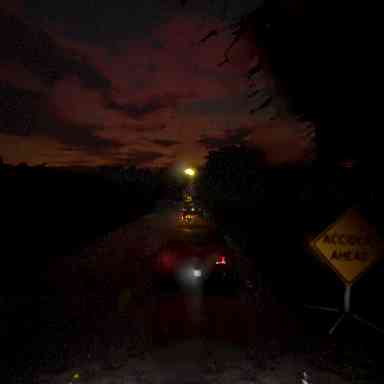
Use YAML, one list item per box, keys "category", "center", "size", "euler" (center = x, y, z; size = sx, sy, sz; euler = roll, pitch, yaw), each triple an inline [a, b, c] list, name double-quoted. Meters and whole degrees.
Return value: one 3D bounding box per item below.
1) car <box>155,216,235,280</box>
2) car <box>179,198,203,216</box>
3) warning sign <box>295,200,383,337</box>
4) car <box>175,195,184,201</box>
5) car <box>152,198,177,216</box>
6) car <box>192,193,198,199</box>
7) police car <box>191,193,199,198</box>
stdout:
- category: "car"
  center: [0.082, 1.612, 9.974]
  size: [1.895, 1.301, 4.718]
  euler: [0, 0, 0]
- category: "car"
  center: [0.096, 1.589, 31.254]
  size: [2.033, 1.411, 5.357]
  euler: [0, 0, 0]
- category: "warning sign"
  center: [2.491, 1.120, 5.273]
  size: [1.300, 1.860, 1.060]
  euler: [3, 2, 0]
- category: "car"
  center: [-2.751, 1.415, 74.561]
  size: [2.033, 1.411, 5.357]
  euler: [0, 0, 0]
- category: "car"
  center: [-2.848, 1.570, 33.881]
  size: [1.812, 1.442, 4.674]
  euler: [0, 0, 0]
- category: "car"
  center: [0.824, 1.250, 95.569]
  size: [1.801, 1.575, 5.366]
  euler: [0, 1, 0]
- category: "police car"
  center: [0.824, 1.343, 85.490]
  size: [1.930, 1.638, 5.238]
  euler: [0, 1, 0]
